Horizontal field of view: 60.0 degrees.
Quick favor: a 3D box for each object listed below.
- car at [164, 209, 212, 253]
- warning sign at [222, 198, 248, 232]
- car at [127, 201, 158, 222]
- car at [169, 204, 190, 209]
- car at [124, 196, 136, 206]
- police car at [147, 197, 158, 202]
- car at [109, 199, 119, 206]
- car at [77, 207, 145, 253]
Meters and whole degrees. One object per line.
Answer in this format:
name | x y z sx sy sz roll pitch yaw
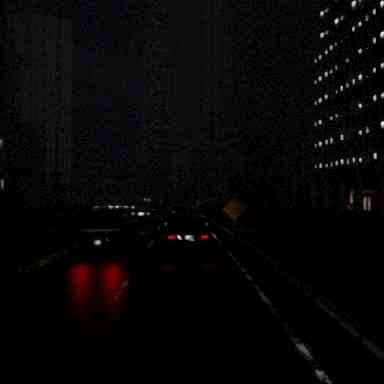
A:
car | -0.224 1.679 14.246 2.033 1.411 5.357 0 0 -2
warning sign | 2.427 1.290 19.077 1.300 1.860 1.060 0 0 -3
car | -4.313 1.815 29.173 2.033 1.411 5.357 0 0 -4
car | -1.100 1.798 29.812 1.812 1.442 4.674 0 0 -4
car | -13.042 1.857 70.033 2.150 2.045 5.566 0 -1 -11
police car | -10.816 2.277 94.296 1.930 1.638 5.238 0 -1 -14
car | -16.227 2.180 69.387 1.994 1.385 4.181 0 -1 -11
car | -3.481 1.627 14.434 2.128 1.511 4.902 0 0 -2
